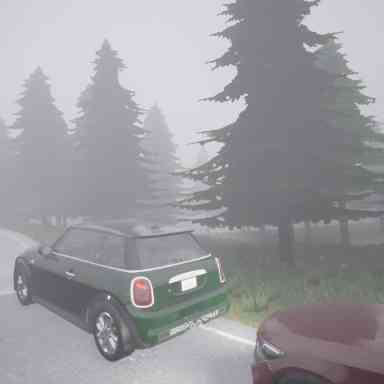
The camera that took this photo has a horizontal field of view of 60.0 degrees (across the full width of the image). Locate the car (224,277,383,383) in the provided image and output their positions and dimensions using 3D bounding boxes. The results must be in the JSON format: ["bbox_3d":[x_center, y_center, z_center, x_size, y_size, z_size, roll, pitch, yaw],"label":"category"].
[{"bbox_3d":[2.760,1.532,2.590,4.674,1.442,1.812,1,0,36],"label":"car"}]

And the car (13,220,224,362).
[{"bbox_3d":[-1.574,1.309,6.205,4.553,1.767,2.097,1,1,44],"label":"car"}]
